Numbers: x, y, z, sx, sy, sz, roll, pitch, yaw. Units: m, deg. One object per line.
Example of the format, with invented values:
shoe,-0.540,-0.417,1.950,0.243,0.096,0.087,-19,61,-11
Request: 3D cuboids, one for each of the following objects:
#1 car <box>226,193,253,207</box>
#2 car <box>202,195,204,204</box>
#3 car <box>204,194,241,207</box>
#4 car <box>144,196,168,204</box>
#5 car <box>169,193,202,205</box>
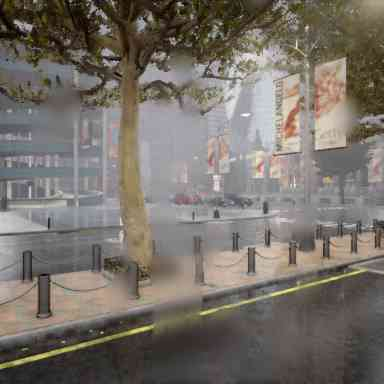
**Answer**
car,7.186,1.234,53.063,2.150,2.045,5.566,0,0,-36
car,1.489,1.365,60.929,2.097,1.767,4.553,0,0,-37
car,4.574,1.503,50.692,2.128,1.511,4.902,0,0,-35
car,-7.688,1.516,66.424,4.892,1.490,1.837,0,0,43
car,-1.172,1.233,58.704,2.150,2.045,5.566,0,0,-36
